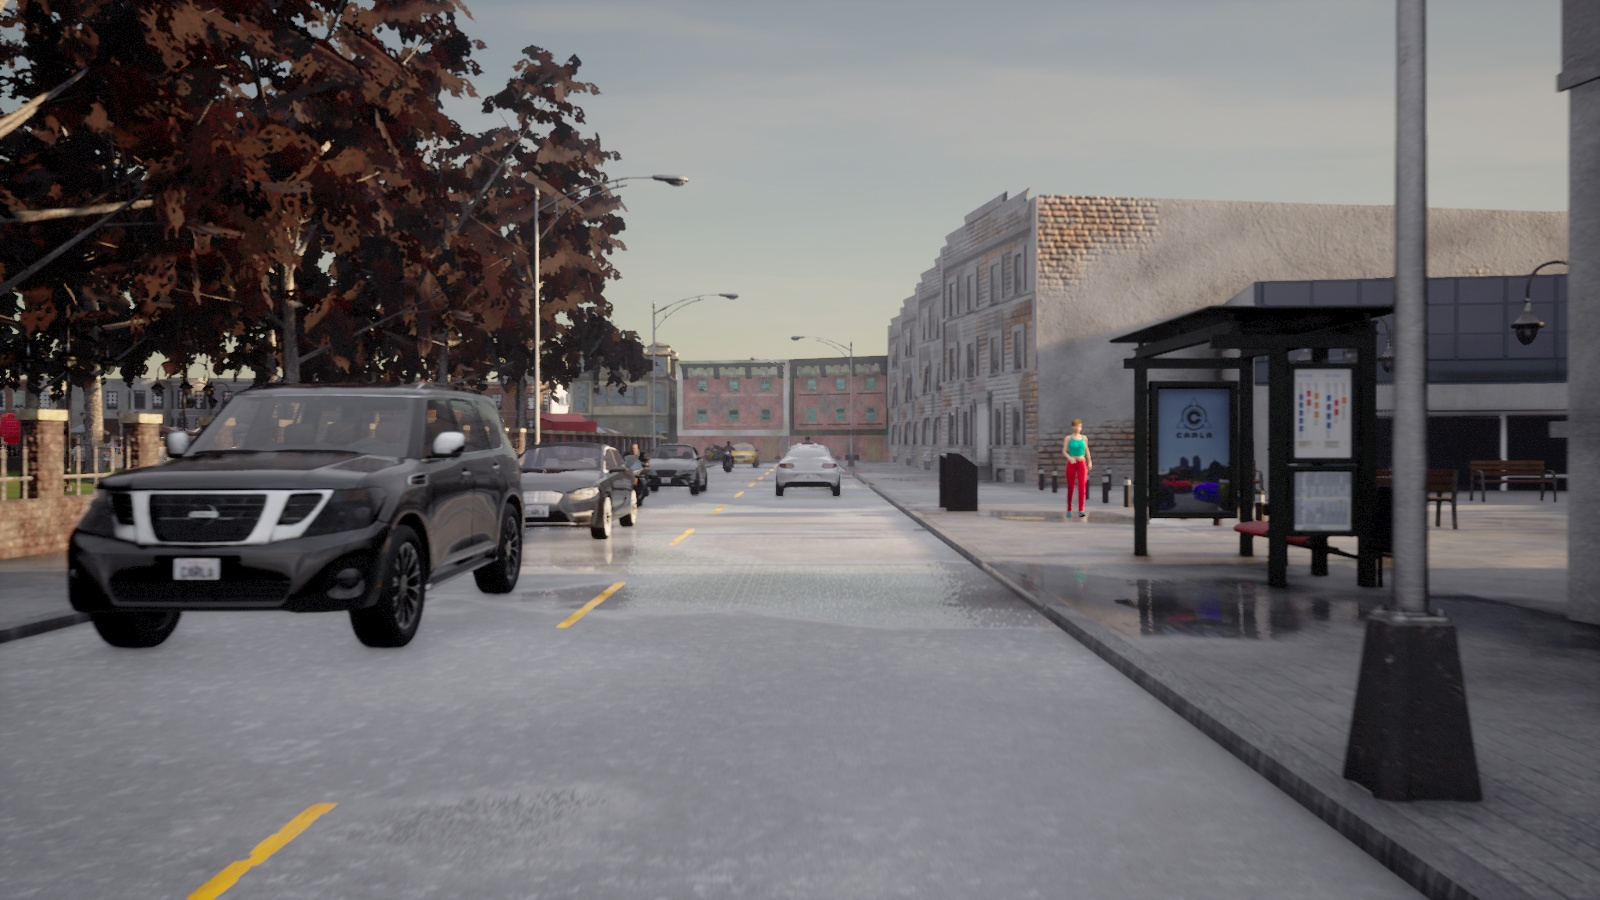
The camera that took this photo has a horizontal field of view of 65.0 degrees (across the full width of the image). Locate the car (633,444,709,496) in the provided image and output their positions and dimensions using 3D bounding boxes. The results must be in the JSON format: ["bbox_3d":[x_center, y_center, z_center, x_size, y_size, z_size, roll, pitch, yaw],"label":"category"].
[{"bbox_3d":[-3.764,0.547,37.302,1.816,1.474,4.193,0,0,0],"label":"car"}]

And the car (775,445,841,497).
[{"bbox_3d":[0.235,0.564,37.024,1.812,1.442,4.674,0,0,0],"label":"car"}]

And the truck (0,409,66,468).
[{"bbox_3d":[-48.818,-0.709,76.989,2.891,3.462,7.936,0,0,0],"label":"truck"}]

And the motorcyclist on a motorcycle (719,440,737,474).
[{"bbox_3d":[-3.640,0.336,63.502,0.766,1.649,2.350,0,0,0],"label":"motorcyclist on a motorcycle"}]

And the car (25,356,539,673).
[{"bbox_3d":[-3.924,0.401,10.897,2.150,2.045,5.566,0,0,0],"label":"car"}]

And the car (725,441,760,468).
[{"bbox_3d":[-3.532,0.244,77.816,1.801,1.575,5.366,0,0,1],"label":"car"}]

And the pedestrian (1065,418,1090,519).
[{"bbox_3d":[5.085,0.331,22.991,0.345,1.836,0.594,0,0,2],"label":"pedestrian"}]

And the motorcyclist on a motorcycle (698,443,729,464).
[{"bbox_3d":[-6.528,0.243,94.980,2.191,1.530,0.866,0,1,23],"label":"motorcyclist on a motorcycle"}]

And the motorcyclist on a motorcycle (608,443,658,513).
[{"bbox_3d":[-3.814,0.616,28.845,0.866,1.530,2.191,0,0,0],"label":"motorcyclist on a motorcycle"}]

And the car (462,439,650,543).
[{"bbox_3d":[-3.861,0.582,20.798,2.128,1.511,4.902,0,0,0],"label":"car"}]
